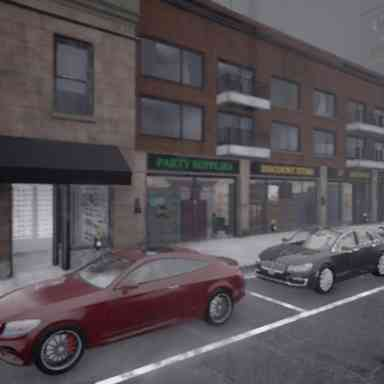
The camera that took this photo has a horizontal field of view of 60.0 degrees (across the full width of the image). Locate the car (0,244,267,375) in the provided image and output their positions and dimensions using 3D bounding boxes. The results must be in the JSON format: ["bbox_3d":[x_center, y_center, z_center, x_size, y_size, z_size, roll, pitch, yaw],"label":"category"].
[{"bbox_3d":[-0.925,1.588,5.531,4.206,1.307,1.802,0,0,-36],"label":"car"}]

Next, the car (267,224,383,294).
[{"bbox_3d":[3.565,1.571,8.740,4.403,1.369,2.008,0,0,-36],"label":"car"}]
